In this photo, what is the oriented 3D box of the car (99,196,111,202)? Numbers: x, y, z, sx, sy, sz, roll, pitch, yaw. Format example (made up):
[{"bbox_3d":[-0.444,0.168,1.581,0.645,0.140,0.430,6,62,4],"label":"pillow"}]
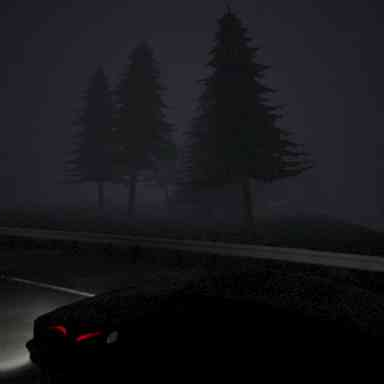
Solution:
[{"bbox_3d":[-21.379,1.759,81.828,1.812,1.442,4.674,0,0,-3],"label":"car"}]

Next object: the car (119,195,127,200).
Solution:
[{"bbox_3d":[-18.692,1.599,90.667,2.097,1.767,4.553,0,0,-11],"label":"car"}]

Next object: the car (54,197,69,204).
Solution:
[{"bbox_3d":[-28.474,1.764,72.697,2.128,1.511,4.902,0,0,1],"label":"car"}]

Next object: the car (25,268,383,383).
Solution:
[{"bbox_3d":[0.618,1.552,3.283,5.357,1.411,2.033,0,0,34],"label":"car"}]

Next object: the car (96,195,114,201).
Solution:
[{"bbox_3d":[-18.081,1.754,70.674,1.994,1.385,4.181,0,0,5],"label":"car"}]

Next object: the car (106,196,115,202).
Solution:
[{"bbox_3d":[-22.310,1.781,91.073,2.128,1.511,4.902,0,0,-11],"label":"car"}]

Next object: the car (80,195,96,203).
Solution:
[{"bbox_3d":[-24.806,1.778,78.257,2.033,1.411,5.357,0,0,-3],"label":"car"}]

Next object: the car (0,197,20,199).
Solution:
[{"bbox_3d":[-39.023,1.812,72.262,2.033,1.411,5.357,0,0,5],"label":"car"}]
